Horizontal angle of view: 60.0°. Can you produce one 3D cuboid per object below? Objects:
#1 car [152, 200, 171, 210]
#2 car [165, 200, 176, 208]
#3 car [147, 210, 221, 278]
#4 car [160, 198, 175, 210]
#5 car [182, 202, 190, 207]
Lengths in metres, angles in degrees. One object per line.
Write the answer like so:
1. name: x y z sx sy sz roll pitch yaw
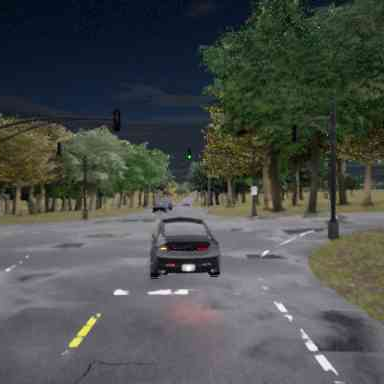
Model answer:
1. car: -4.154 2.122 43.777 1.895 1.301 4.718 0 -1 -1
2. car: -4.735 2.588 74.200 2.097 1.767 4.553 0 -2 -1
3. car: -0.362 1.538 10.267 1.837 1.490 4.892 0 0 -7
4. car: -4.350 1.943 53.644 2.150 2.045 5.566 0 -1 -2
5. car: -1.468 3.192 84.722 1.895 1.301 4.718 0 -2 -1
